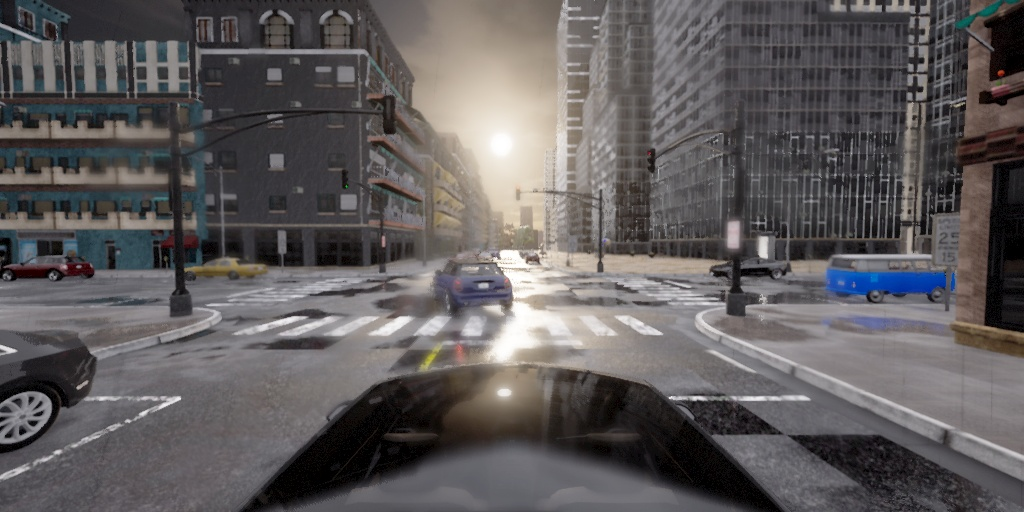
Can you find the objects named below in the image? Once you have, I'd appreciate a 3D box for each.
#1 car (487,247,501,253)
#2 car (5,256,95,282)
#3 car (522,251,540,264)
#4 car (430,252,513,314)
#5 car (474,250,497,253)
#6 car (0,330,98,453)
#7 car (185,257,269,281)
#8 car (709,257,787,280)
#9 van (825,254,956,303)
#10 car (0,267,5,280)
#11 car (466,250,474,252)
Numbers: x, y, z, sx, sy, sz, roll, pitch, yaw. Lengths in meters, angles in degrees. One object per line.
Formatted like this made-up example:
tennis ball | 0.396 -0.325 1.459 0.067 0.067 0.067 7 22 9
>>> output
car | -3.099 -0.418 60.056 2.150 2.045 5.566 0 1 0
car | -28.798 0.700 22.275 4.097 1.591 1.967 0 0 0
car | 2.617 0.235 46.103 1.888 1.381 4.507 0 0 0
car | -1.622 0.892 13.005 2.097 1.767 4.553 -1 2 -21
car | -3.128 0.302 42.434 1.812 1.442 4.674 0 1 0
car | -5.691 1.285 2.336 2.007 1.370 4.403 0 0 0
car | -17.900 0.757 22.301 4.829 1.417 1.751 0 0 0
car | 14.658 0.725 22.382 4.313 1.339 1.948 0 0 0
van | 14.679 0.825 14.007 3.998 1.789 1.690 0 0 0
car | -23.244 1.011 13.914 4.097 1.591 1.967 0 0 0
car | -5.725 0.370 40.391 1.888 1.381 4.507 0 0 0
